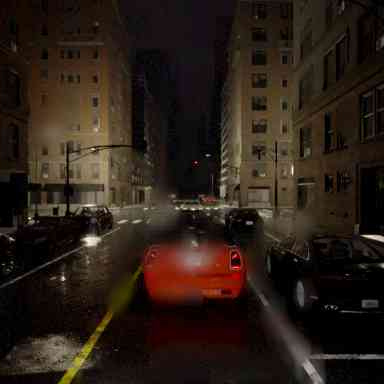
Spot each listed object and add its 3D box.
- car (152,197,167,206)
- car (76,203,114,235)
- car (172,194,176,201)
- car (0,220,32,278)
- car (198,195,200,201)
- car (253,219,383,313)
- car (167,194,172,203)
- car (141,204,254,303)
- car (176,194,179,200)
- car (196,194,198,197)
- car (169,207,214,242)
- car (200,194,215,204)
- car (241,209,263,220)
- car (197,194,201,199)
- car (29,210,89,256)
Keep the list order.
[{"bbox_3d":[-5.691,1.621,55.595,1.802,1.307,4.206,0,0,0],"label":"car"},{"bbox_3d":[-5.688,1.442,18.493,1.967,1.590,4.097,0,0,0],"label":"car"},{"bbox_3d":[-5.670,1.631,82.468,1.752,1.417,4.829,0,0,0],"label":"car"},{"bbox_3d":[-5.676,1.566,7.490,1.947,1.339,4.313,0,0,0],"label":"car"},{"bbox_3d":[2.843,1.611,66.409,2.008,1.369,4.403,0,0,0],"label":"car"},{"bbox_3d":[2.849,1.551,7.498,2.008,1.369,4.403,0,0,0],"label":"car"},{"bbox_3d":[-5.682,1.611,66.412,2.008,1.369,4.403,0,0,0],"label":"car"},{"bbox_3d":[0.055,1.352,8.360,2.097,1.767,4.553,0,0,0],"label":"car"},{"bbox_3d":[-5.663,1.463,93.456,2.192,1.841,5.009,0,0,0],"label":"car"},{"bbox_3d":[2.859,1.566,88.045,1.967,1.590,4.097,0,0,0],"label":"car"},{"bbox_3d":[-0.013,1.565,17.014,1.994,1.385,4.181,0,0,0],"label":"car"},{"bbox_3d":[2.833,1.479,55.591,1.967,1.590,4.097,0,0,0],"label":"car"},{"bbox_3d":[2.838,1.568,18.501,1.947,1.339,4.313,0,0,0],"label":"car"},{"bbox_3d":[2.850,1.529,77.227,1.967,1.590,4.097,0,0,0],"label":"car"},{"bbox_3d":[-5.682,1.583,12.991,1.802,1.307,4.206,0,0,0],"label":"car"}]
